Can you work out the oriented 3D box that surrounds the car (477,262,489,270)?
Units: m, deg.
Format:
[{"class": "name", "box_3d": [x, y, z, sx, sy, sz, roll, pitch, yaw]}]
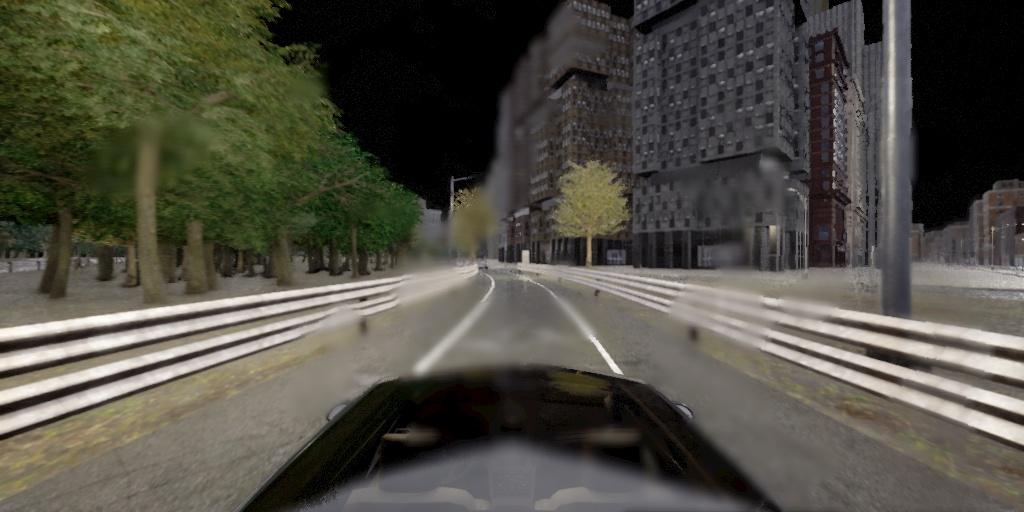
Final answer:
[{"class": "car", "box_3d": [-5.539, 1.717, 63.627, 1.895, 1.301, 4.718, 0, 0, -17]}]
